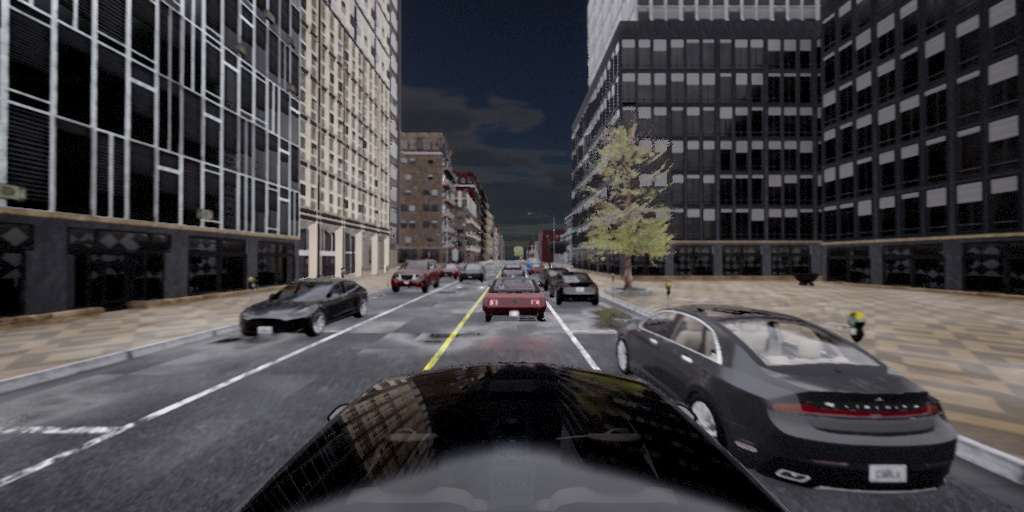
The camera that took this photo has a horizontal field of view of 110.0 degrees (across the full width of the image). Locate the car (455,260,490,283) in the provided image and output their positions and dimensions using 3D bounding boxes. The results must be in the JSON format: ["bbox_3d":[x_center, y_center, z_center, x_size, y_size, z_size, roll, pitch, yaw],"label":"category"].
[{"bbox_3d":[-3.102,1.302,29.118,1.882,1.535,5.008,0,0,0],"label":"car"}]

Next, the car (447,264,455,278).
[{"bbox_3d":[-5.693,1.382,33.192,1.888,1.381,4.507,0,0,0],"label":"car"}]

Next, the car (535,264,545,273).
[{"bbox_3d":[2.656,1.369,21.788,1.948,1.339,4.313,0,0,0],"label":"car"}]

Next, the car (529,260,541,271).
[{"bbox_3d":[2.655,1.438,38.855,1.802,1.307,4.207,0,0,0],"label":"car"}]

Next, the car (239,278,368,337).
[{"bbox_3d":[-5.690,1.337,10.435,1.948,1.339,4.313,0,0,0],"label":"car"}]

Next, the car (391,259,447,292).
[{"bbox_3d":[-5.691,1.118,21.813,2.192,1.841,5.009,0,0,0],"label":"car"}]

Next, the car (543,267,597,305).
[{"bbox_3d":[2.657,1.353,16.098,1.948,1.339,4.313,0,0,0],"label":"car"}]

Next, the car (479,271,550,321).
[{"bbox_3d":[0.081,1.378,12.584,1.895,1.301,4.718,0,0,0],"label":"car"}]

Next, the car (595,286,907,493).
[{"bbox_3d":[2.659,1.308,4.721,2.007,1.370,4.403,0,0,0],"label":"car"}]

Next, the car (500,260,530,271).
[{"bbox_3d":[0.085,1.317,29.258,2.128,1.511,4.902,0,0,0],"label":"car"}]
